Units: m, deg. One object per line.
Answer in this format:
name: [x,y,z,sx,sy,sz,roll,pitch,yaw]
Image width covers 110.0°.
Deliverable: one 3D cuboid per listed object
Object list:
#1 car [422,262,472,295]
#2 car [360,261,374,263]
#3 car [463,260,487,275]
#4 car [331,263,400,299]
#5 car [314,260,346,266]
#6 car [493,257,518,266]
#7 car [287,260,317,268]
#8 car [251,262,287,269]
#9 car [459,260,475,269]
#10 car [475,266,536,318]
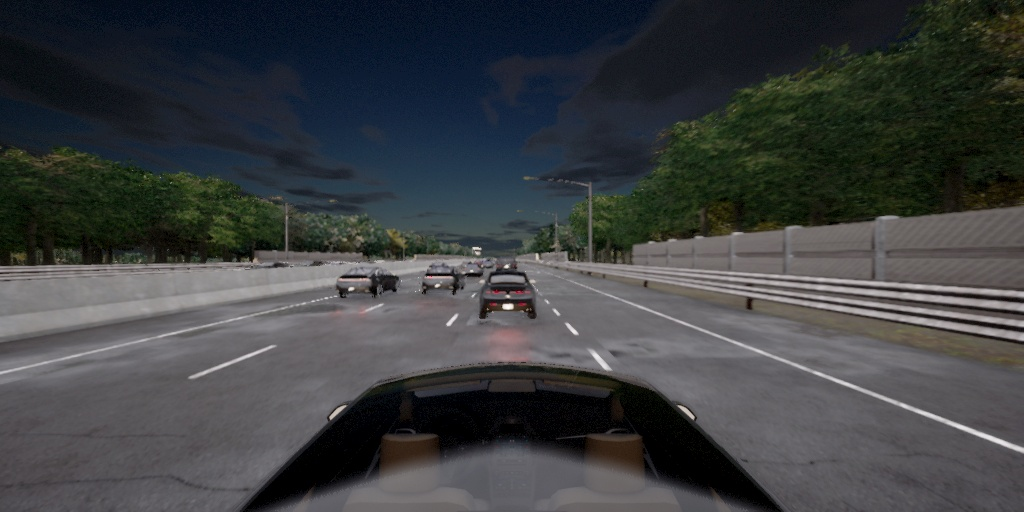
car: [-3.764,1.294,20.344,2.128,1.511,4.902,0,0,-1]
car: [-18.181,1.427,44.688,1.882,1.535,5.008,0,0,0]
car: [-4.018,1.448,37.418,1.994,1.385,4.181,0,0,-1]
car: [-7.238,1.292,18.493,2.128,1.511,4.902,0,0,-1]
car: [-21.669,1.499,44.346,2.033,1.411,5.357,0,0,0]
car: [-0.519,1.102,37.538,2.150,2.045,5.566,0,0,-1]
car: [-25.174,1.310,44.569,2.097,1.767,4.553,0,0,0]
car: [-28.656,1.427,42.598,1.882,1.535,5.008,0,0,0]
car: [-7.906,1.548,63.442,2.128,1.511,4.902,0,0,-1]
car: [-0.156,1.281,13.199,1.837,1.490,4.892,0,0,-1]
